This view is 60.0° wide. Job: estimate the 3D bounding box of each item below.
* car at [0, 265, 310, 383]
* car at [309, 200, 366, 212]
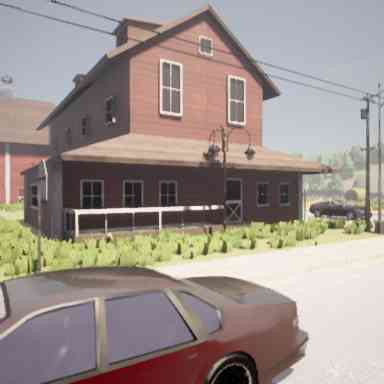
[{"bbox_3d":[-1.227,1.542,3.222,5.357,1.411,2.033,0,0,-32],"label":"car"},{"bbox_3d":[11.705,1.378,26.457,2.128,1.511,4.902,0,0,-33],"label":"car"}]
